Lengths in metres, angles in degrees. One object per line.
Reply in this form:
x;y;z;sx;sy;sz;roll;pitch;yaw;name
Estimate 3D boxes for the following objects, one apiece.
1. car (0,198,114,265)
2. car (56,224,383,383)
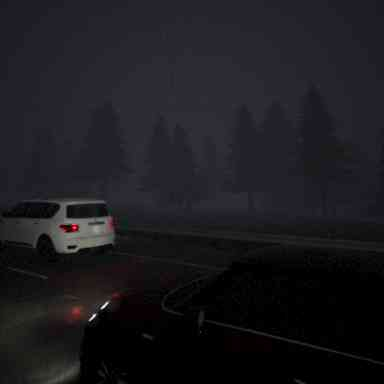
-5.180;1.229;11.979;5.566;2.045;2.150;0;0;35;car
0.943;1.352;3.317;4.553;1.767;2.097;0;0;35;car
